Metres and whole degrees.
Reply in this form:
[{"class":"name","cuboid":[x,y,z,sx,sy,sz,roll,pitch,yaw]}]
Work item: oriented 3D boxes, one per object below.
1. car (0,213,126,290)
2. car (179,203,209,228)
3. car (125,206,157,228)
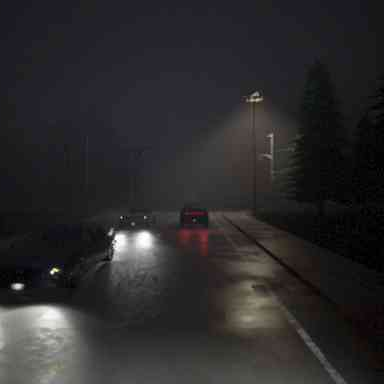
[{"class":"car","cuboid":[-3.539,1.549,9.452,2.033,1.411,5.357,0,0,1]},{"class":"car","cuboid":[0.143,1.495,22.383,2.128,1.511,4.902,0,0,0]},{"class":"car","cuboid":[-3.513,1.604,22.174,1.895,1.301,4.718,0,0,1]}]
